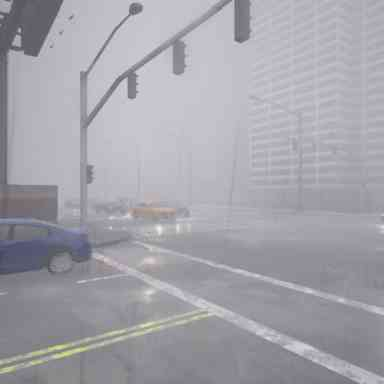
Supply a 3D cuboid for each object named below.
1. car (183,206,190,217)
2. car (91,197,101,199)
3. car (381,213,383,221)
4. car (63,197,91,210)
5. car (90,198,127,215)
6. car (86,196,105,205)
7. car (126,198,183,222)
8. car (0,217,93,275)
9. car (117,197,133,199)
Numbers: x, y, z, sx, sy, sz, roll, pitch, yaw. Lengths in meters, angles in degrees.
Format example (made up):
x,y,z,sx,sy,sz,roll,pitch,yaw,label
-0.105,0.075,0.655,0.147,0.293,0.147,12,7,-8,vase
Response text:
x,y,z,sx,sy,sz,roll,pitch,yaw,label
-2.048,1.525,31.124,1.812,1.442,4.674,0,0,-35,car
-14.026,1.491,48.126,2.128,1.511,4.902,0,0,-35,car
15.636,1.546,23.758,5.357,1.411,2.033,0,0,-36,car
-15.690,1.545,44.397,2.033,1.411,5.357,0,0,-35,car
-8.488,1.600,34.177,1.895,1.301,4.718,0,0,-35,car
-17.123,1.524,58.895,1.812,1.442,4.674,0,0,-35,car
-3.105,1.477,26.550,1.882,1.535,5.008,0,0,-35,car
-5.227,1.477,8.862,5.008,1.535,1.882,0,0,-36,car
-7.596,1.351,38.992,2.097,1.767,4.553,0,0,-35,car
